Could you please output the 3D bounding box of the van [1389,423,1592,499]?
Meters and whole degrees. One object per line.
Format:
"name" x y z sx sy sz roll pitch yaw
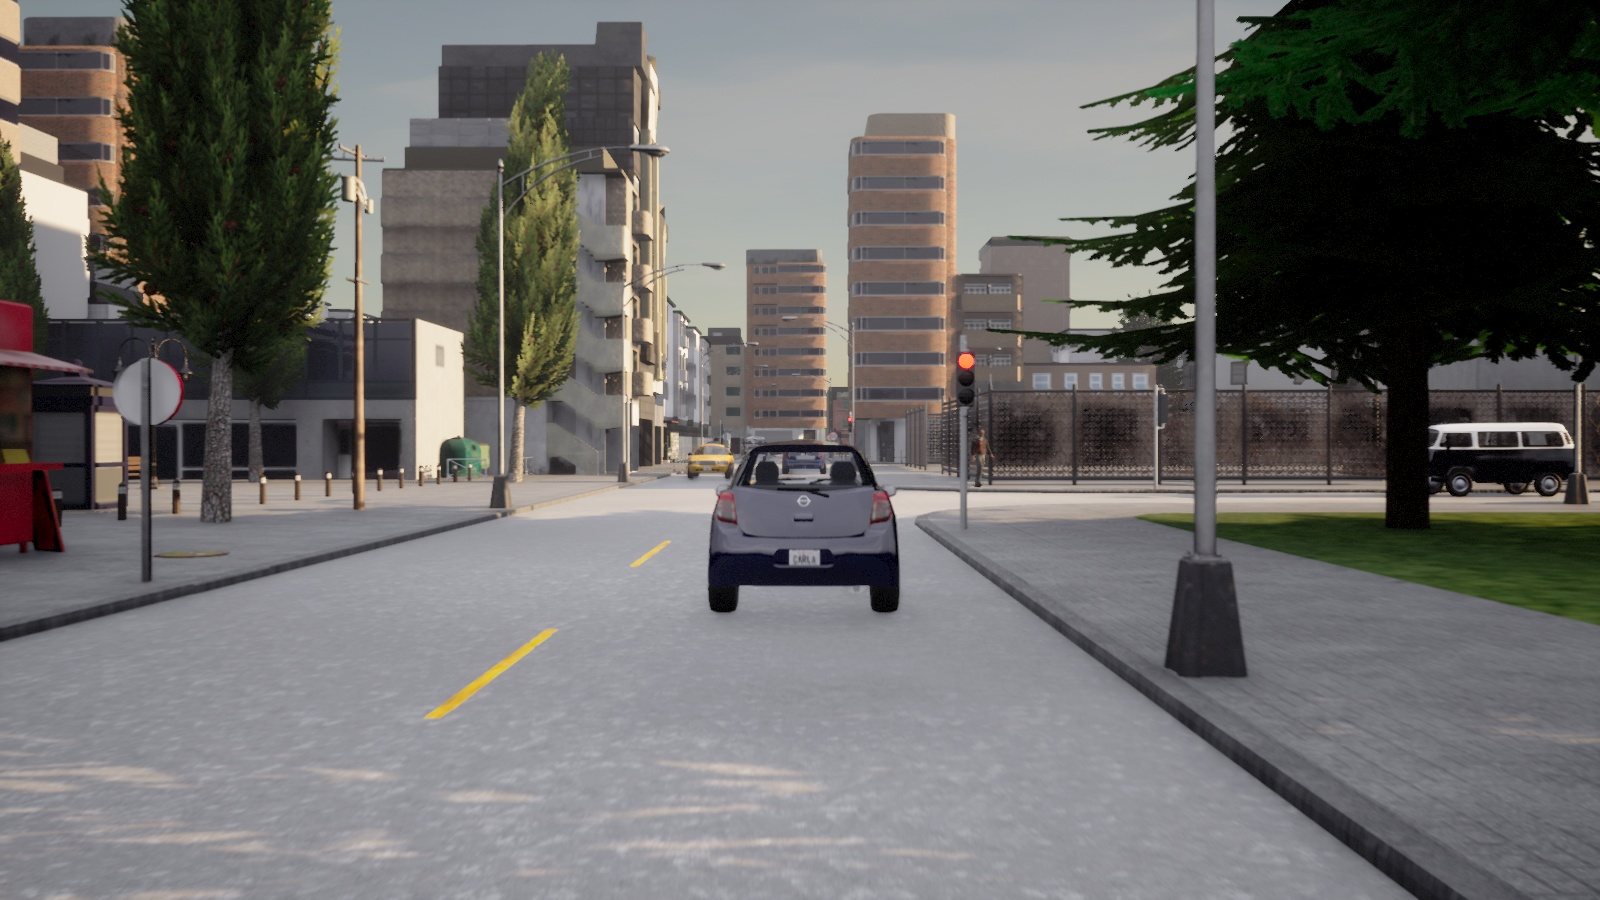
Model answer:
"van" 19.102 0.288 34.889 4.480 2.038 2.069 0 0 -1

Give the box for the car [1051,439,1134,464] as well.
"car" 19.595 0.065 84.184 5.027 1.651 2.152 0 0 -1

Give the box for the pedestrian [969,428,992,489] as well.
"pedestrian" 5.540 0.243 38.516 0.376 1.854 0.720 0 0 -25

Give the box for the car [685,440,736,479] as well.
"car" -3.799 0.377 54.143 1.801 1.575 5.366 0 0 0

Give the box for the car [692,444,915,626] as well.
"car" 0.051 0.692 12.190 1.845 1.501 3.633 0 0 1
